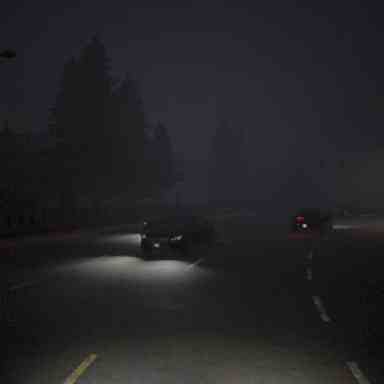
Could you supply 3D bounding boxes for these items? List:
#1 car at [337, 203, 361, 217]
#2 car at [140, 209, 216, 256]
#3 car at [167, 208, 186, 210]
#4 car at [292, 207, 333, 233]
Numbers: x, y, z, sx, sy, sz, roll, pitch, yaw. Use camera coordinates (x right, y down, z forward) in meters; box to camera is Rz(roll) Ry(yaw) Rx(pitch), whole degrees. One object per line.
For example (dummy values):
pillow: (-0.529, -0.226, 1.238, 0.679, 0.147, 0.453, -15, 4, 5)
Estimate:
car: (16.723, 1.883, 35.336, 1.812, 1.442, 4.674, 0, -1, 33)
car: (-0.372, 1.657, 14.068, 1.812, 1.442, 4.674, 0, -1, 23)
car: (-0.890, 1.743, 21.086, 2.033, 1.411, 5.357, 0, -1, 29)
car: (7.801, 1.719, 21.404, 1.837, 1.490, 4.892, 0, 0, 31)
